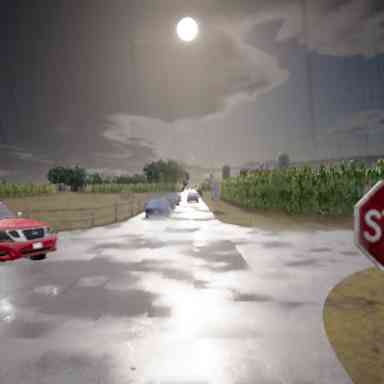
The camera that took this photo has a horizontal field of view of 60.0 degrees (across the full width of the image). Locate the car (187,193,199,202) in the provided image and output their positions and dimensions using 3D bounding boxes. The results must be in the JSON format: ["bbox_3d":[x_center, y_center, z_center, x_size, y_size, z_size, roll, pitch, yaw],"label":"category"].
[{"bbox_3d":[0.118,0.948,56.348,1.812,1.442,4.674,0,1,0],"label":"car"}]

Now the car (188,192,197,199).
[{"bbox_3d":[0.098,0.797,70.336,1.895,1.301,4.718,0,1,0],"label":"car"}]

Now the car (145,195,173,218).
[{"bbox_3d":[-2.793,1.256,27.793,1.882,1.535,5.008,0,1,-2],"label":"car"}]

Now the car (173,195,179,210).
[{"bbox_3d":[-2.834,1.275,37.106,1.895,1.301,4.718,0,1,0],"label":"car"}]

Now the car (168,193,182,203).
[{"bbox_3d":[-2.774,0.913,56.358,2.128,1.511,4.902,0,1,1],"label":"car"}]

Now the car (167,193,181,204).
[{"bbox_3d":[-2.819,0.916,46.089,2.097,1.767,4.553,0,1,0],"label":"car"}]

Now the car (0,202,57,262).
[{"bbox_3d":[-7.016,1.266,10.629,5.566,2.045,2.150,-2,-1,22],"label":"car"}]
